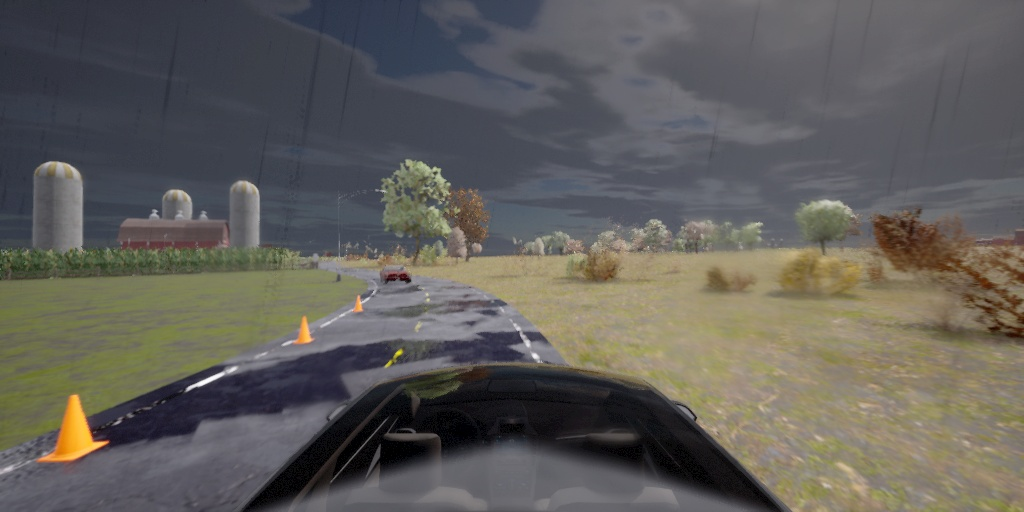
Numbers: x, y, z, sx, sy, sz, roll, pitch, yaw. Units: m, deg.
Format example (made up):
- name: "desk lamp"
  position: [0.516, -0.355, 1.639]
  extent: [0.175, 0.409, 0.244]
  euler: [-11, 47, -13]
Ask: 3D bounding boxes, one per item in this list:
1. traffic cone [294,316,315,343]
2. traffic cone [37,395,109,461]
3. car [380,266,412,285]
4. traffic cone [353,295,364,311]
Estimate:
- name: "traffic cone"
  position: [-4.928, 1.727, 8.512]
  extent: [0.340, 0.580, 0.340]
  euler: [0, 0, -7]
- name: "traffic cone"
  position: [-4.528, 1.735, 3.712]
  extent: [0.340, 0.580, 0.340]
  euler: [0, 0, -3]
- name: "car"
  position: [-8.972, 1.411, 27.457]
  extent: [1.895, 1.301, 4.718]
  euler: [0, 0, -24]
- name: "traffic cone"
  position: [-5.676, 1.727, 13.272]
  extent: [0.340, 0.580, 0.340]
  euler: [0, 0, -11]
